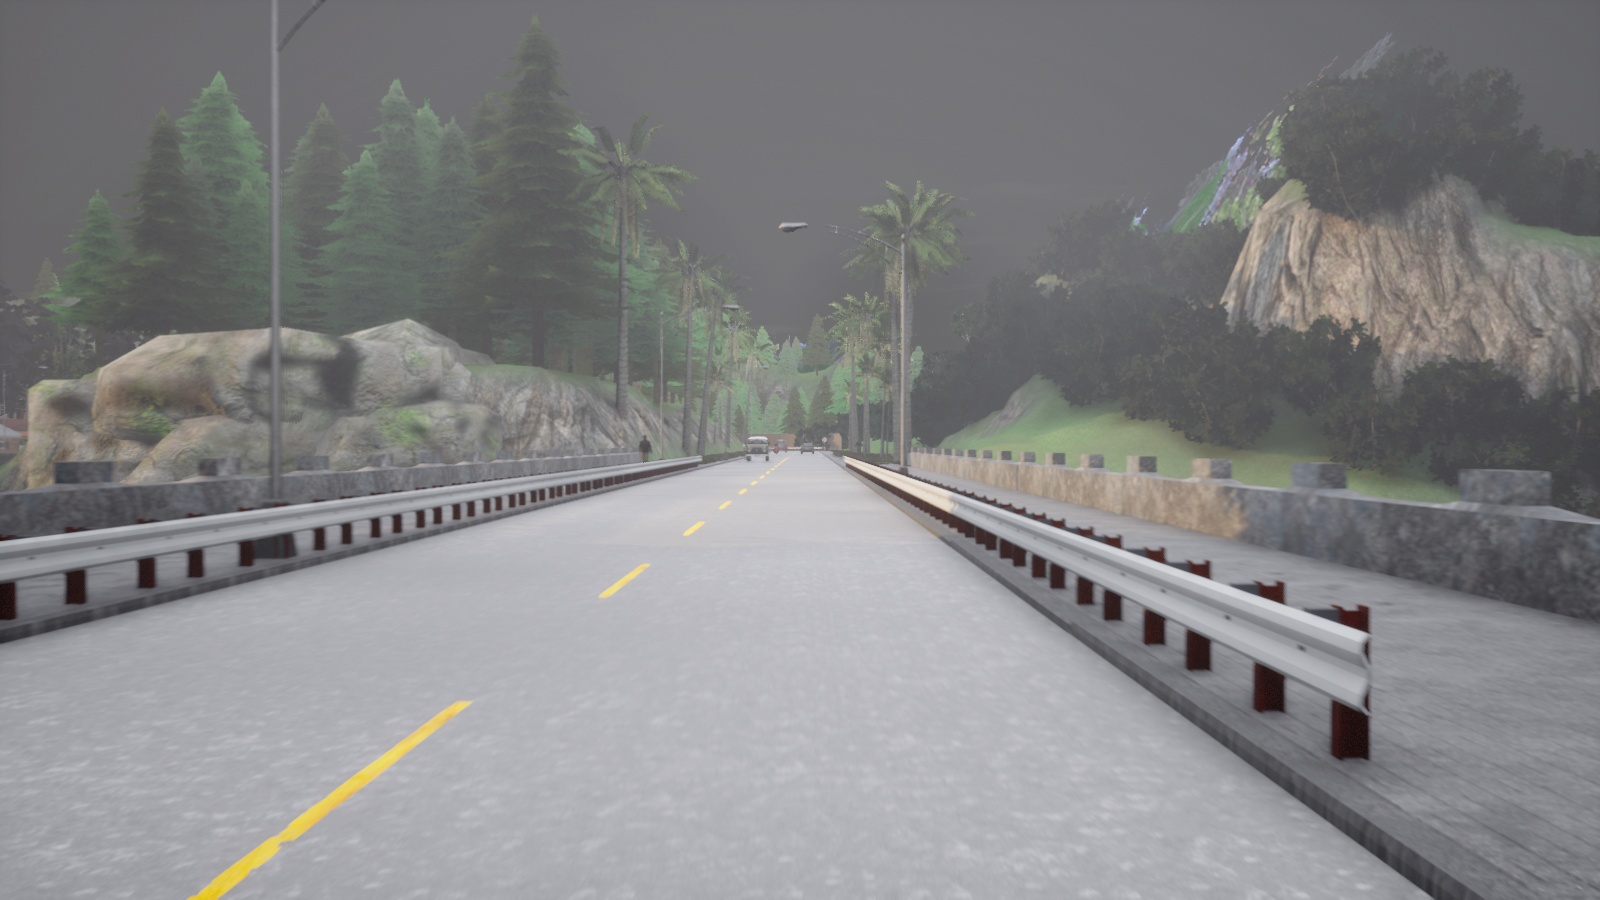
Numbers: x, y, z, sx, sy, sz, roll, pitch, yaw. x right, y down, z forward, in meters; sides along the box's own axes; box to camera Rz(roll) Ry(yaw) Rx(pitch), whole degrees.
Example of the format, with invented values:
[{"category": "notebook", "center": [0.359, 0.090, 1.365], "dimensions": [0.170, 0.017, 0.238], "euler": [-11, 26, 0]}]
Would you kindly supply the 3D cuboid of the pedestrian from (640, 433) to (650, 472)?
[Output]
[{"category": "pedestrian", "center": [-7.458, 0.114, 60.415], "dimensions": [0.431, 1.840, 0.703], "euler": [0, 0, -1]}]
